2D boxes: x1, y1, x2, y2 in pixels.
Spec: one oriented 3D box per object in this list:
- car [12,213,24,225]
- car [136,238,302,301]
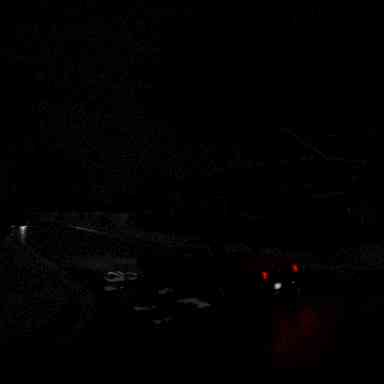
[{"bbox_3d":[-23.133,3.499,43.146,1.837,1.490,4.892,2,-3,-35],"label":"car"},{"bbox_3d":[0.451,1.944,9.264,1.895,1.301,4.718,2,-4,-44],"label":"car"}]
